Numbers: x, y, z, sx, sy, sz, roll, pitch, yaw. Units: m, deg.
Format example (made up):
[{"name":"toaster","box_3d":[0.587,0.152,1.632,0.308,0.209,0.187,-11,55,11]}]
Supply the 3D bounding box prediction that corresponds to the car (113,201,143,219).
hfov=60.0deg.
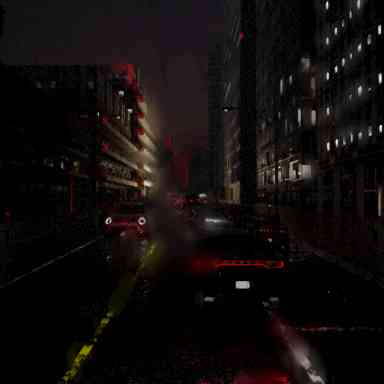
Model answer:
[{"name":"car","box_3d":[-5.727,1.551,30.396,1.887,1.381,4.507,1,0,0]}]

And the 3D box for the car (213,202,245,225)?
[{"name":"car","box_3d":[2.663,1.550,24.937,1.887,1.381,4.507,1,0,0]}]

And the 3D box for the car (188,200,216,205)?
[{"name":"car","box_3d":[0.807,1.532,24.315,1.812,1.442,4.674,0,0,0]}]

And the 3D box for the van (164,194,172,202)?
[{"name":"van","box_3d":[-5.781,1.346,80.316,1.690,1.788,3.998,1,0,0]}]

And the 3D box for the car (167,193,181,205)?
[{"name":"car","box_3d":[-3.177,1.358,58.778,2.097,1.767,4.553,0,0,0]}]

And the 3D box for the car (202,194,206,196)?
[{"name":"car","box_3d":[2.616,1.532,52.847,1.752,1.417,4.829,1,0,0]}]

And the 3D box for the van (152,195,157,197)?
[{"name":"van","box_3d":[-5.741,1.348,41.489,1.690,1.788,3.998,1,0,0]}]

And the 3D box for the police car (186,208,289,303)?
[{"name":"police car","box_3d":[0.885,1.427,8.425,1.930,1.638,5.238,0,0,0]}]

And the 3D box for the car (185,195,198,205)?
[{"name":"car","box_3d":[-0.099,1.358,58.893,2.097,1.767,4.553,0,0,0]}]

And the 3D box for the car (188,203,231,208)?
[{"name":"car","box_3d":[0.849,1.531,18.316,1.812,1.442,4.674,0,0,0]}]

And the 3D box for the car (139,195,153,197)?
[{"name":"car","box_3d":[-5.734,1.446,35.943,1.967,1.590,4.097,1,0,0]}]

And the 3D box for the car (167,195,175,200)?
[{"name":"car","box_3d":[-5.797,1.584,91.409,1.802,1.307,4.206,1,0,0]}]

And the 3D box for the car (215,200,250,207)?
[{"name":"car","box_3d":[2.673,1.445,19.389,1.967,1.590,4.097,1,0,0]}]

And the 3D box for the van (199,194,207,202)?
[{"name":"van","box_3d":[2.573,1.346,80.417,1.690,1.788,3.998,1,0,0]}]

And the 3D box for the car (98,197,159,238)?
[{"name":"car","box_3d":[-3.130,1.356,17.476,2.097,1.767,4.553,0,0,0]}]

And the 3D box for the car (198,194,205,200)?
[{"name":"car","box_3d":[2.553,1.443,91.513,1.967,1.590,4.097,1,0,0]}]

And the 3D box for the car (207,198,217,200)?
[{"name":"car","box_3d":[2.653,1.551,30.486,1.887,1.381,4.507,1,0,0]}]

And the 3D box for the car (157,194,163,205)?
[{"name":"car","box_3d":[-5.750,1.322,47.035,2.192,1.841,5.009,1,0,0]}]

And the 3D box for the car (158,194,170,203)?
[{"name":"car","box_3d":[-5.790,1.321,69.223,2.192,1.841,5.009,1,0,0]}]

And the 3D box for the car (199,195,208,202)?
[{"name":"car","box_3d":[2.581,1.446,74.869,1.967,1.590,4.097,1,0,0]}]

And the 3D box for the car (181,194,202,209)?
[{"name":"car","box_3d":[-0.064,1.228,45.515,2.150,2.045,5.566,0,0,0]}]

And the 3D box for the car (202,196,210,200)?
[{"name":"car","box_3d":[2.634,1.557,41.581,2.008,1.369,4.403,1,0,0]}]

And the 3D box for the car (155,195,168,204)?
[{"name":"car","box_3d":[-5.781,1.447,63.676,1.967,1.590,4.097,1,0,0]}]

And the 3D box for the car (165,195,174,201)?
[{"name":"car","box_3d":[-5.786,1.529,85.692,1.752,1.417,4.829,1,0,0]}]

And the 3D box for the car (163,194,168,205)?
[{"name":"car","box_3d":[-5.773,1.557,58.129,2.008,1.369,4.403,1,0,0]}]
